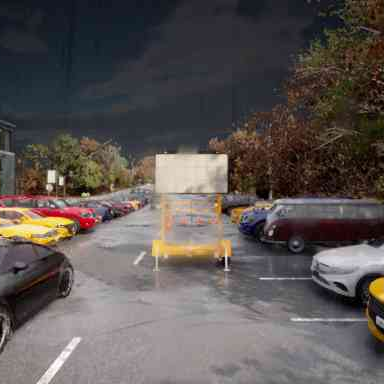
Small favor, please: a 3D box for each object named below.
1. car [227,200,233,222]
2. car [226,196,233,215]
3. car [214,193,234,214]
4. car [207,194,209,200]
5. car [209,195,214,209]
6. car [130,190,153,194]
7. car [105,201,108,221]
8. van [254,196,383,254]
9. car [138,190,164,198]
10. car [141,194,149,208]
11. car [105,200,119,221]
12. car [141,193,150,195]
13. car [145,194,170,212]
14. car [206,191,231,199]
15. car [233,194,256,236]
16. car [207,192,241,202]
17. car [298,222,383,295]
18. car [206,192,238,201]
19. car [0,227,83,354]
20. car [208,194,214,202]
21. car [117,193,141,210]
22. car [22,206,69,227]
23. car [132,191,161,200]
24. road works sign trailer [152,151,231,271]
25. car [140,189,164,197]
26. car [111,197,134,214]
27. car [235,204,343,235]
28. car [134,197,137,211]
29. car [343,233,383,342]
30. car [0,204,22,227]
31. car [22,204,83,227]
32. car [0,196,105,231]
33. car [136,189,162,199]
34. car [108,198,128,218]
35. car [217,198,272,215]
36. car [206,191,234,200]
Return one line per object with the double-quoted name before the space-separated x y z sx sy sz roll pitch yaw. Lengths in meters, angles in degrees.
"car" 5.008 1.481 21.290 5.008 1.535 2.097 0 0 0
"car" 5.041 1.350 24.075 4.553 1.767 2.185 0 0 0
"car" 5.031 1.189 29.655 5.566 2.045 2.435 0 1 0
"car" 4.976 1.135 46.385 5.008 1.535 2.097 0 2 0
"car" 4.810 1.370 35.235 5.366 1.575 1.946 0 1 0
"car" -8.130 1.015 46.184 4.553 1.767 2.185 0 2 0
"car" -8.069 1.521 21.108 4.674 1.452 2.002 0 0 0
"van" 4.907 1.256 12.811 4.442 1.987 1.878 0 0 0
"car" -8.094 0.395 65.683 4.792 1.488 2.163 0 3 0
"car" -8.062 1.305 40.614 4.792 1.488 2.163 0 1 0
"car" -8.099 1.505 23.894 4.792 1.488 2.163 0 0 0
"car" -8.124 1.241 43.401 4.792 1.488 2.163 0 1 0
"car" -3.547 1.352 37.171 2.128 1.511 4.902 0 1 0
"car" 4.962 0.534 63.112 4.674 1.452 2.002 0 3 0
"car" 4.992 1.230 15.597 5.566 2.045 2.435 0 0 0
"car" 5.156 0.863 54.618 5.366 1.575 1.946 0 2 0
"car" 5.034 1.522 7.242 4.674 1.452 2.002 0 0 0
"car" 5.152 0.750 57.411 5.366 1.575 1.946 0 2 0
"car" -3.607 1.566 5.711 1.994 1.385 4.181 0 0 0
"car" 4.979 1.211 43.468 4.892 1.521 2.231 0 2 0
"car" -8.053 1.250 35.045 4.553 1.767 2.185 0 1 0
"car" -7.870 1.479 12.759 5.366 1.575 1.946 0 0 0
"car" -8.122 0.634 60.122 5.008 1.535 2.097 0 2 0
"road works sign trailer" -0.014 0.466 10.894 2.380 3.560 2.880 0 0 0
"car" -8.156 0.256 68.463 4.792 1.488 2.163 0 3 0
"car" -8.083 1.442 29.470 5.008 1.535 2.097 0 1 0
"car" 5.202 1.478 18.382 5.366 1.575 1.946 0 0 0
"car" -8.078 1.453 32.260 4.674 1.452 2.002 0 0 0
"car" 5.040 1.481 4.457 5.008 1.535 2.097 0 0 0
"car" -8.084 1.356 10.100 4.553 1.767 2.185 0 0 0
"car" -8.065 1.481 15.542 5.008 1.535 2.097 0 0 0
"car" -8.035 1.230 18.325 5.566 2.045 2.435 0 0 0
"car" -8.089 0.378 62.893 4.553 1.767 2.185 0 3 0
"car" -8.079 1.463 26.681 5.008 1.535 2.097 0 0 0
"car" 5.004 1.411 32.446 5.008 1.535 2.097 0 1 0
"car" 4.992 0.661 60.202 4.792 1.488 2.163 0 3 0
